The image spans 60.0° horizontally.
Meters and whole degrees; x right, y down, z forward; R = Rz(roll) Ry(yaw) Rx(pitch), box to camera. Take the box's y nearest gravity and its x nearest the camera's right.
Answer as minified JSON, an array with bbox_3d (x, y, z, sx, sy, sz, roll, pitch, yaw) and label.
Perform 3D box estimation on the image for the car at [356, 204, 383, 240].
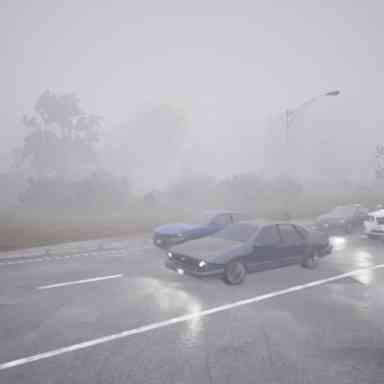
[{"bbox_3d":[10.397,1.160,15.658,5.566,2.045,2.150,-1,1,-35],"label":"car"}]

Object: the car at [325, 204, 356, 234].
[{"bbox_3d":[8.999,1.449,18.940,4.674,1.442,1.812,-2,1,-35],"label":"car"}]

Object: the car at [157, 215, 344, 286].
[{"bbox_3d":[1.893,1.545,9.634,5.357,1.411,2.033,0,0,-35],"label":"car"}]

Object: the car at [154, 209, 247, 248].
[{"bbox_3d":[0.870,1.475,13.200,5.008,1.535,1.882,0,0,-35],"label":"car"}]
